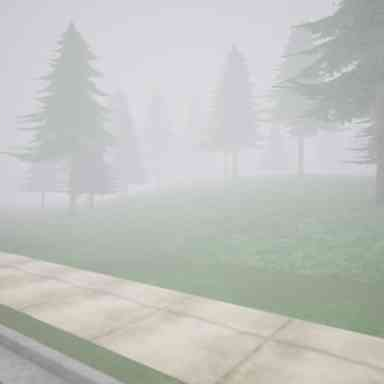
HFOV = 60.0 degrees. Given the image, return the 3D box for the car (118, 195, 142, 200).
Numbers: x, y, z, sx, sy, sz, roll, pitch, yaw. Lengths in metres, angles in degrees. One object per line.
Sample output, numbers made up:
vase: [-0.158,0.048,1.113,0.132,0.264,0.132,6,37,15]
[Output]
car: [-14.823,1.305,78.760,2.097,1.767,4.553,0,0,36]
